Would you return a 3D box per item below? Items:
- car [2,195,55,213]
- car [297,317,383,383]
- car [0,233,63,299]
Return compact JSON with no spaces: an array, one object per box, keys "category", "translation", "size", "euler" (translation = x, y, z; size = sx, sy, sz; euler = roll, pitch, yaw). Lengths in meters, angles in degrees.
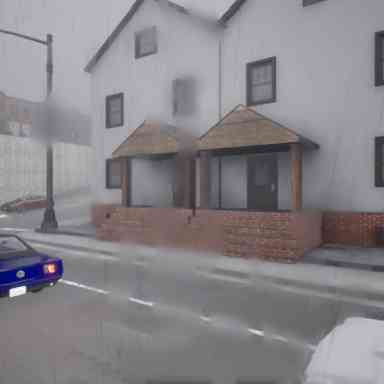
[{"category":"car","translation":[-14.331,0.960,29.257],"size":[1.994,1.385,4.181],"euler":[0,7,35]},{"category":"car","translation":[3.015,1.601,1.829],"size":[4.718,1.301,1.895],"euler":[0,0,36]},{"category":"car","translation":[-5.096,1.597,7.616],"size":[4.718,1.301,1.895],"euler":[0,0,36]}]
